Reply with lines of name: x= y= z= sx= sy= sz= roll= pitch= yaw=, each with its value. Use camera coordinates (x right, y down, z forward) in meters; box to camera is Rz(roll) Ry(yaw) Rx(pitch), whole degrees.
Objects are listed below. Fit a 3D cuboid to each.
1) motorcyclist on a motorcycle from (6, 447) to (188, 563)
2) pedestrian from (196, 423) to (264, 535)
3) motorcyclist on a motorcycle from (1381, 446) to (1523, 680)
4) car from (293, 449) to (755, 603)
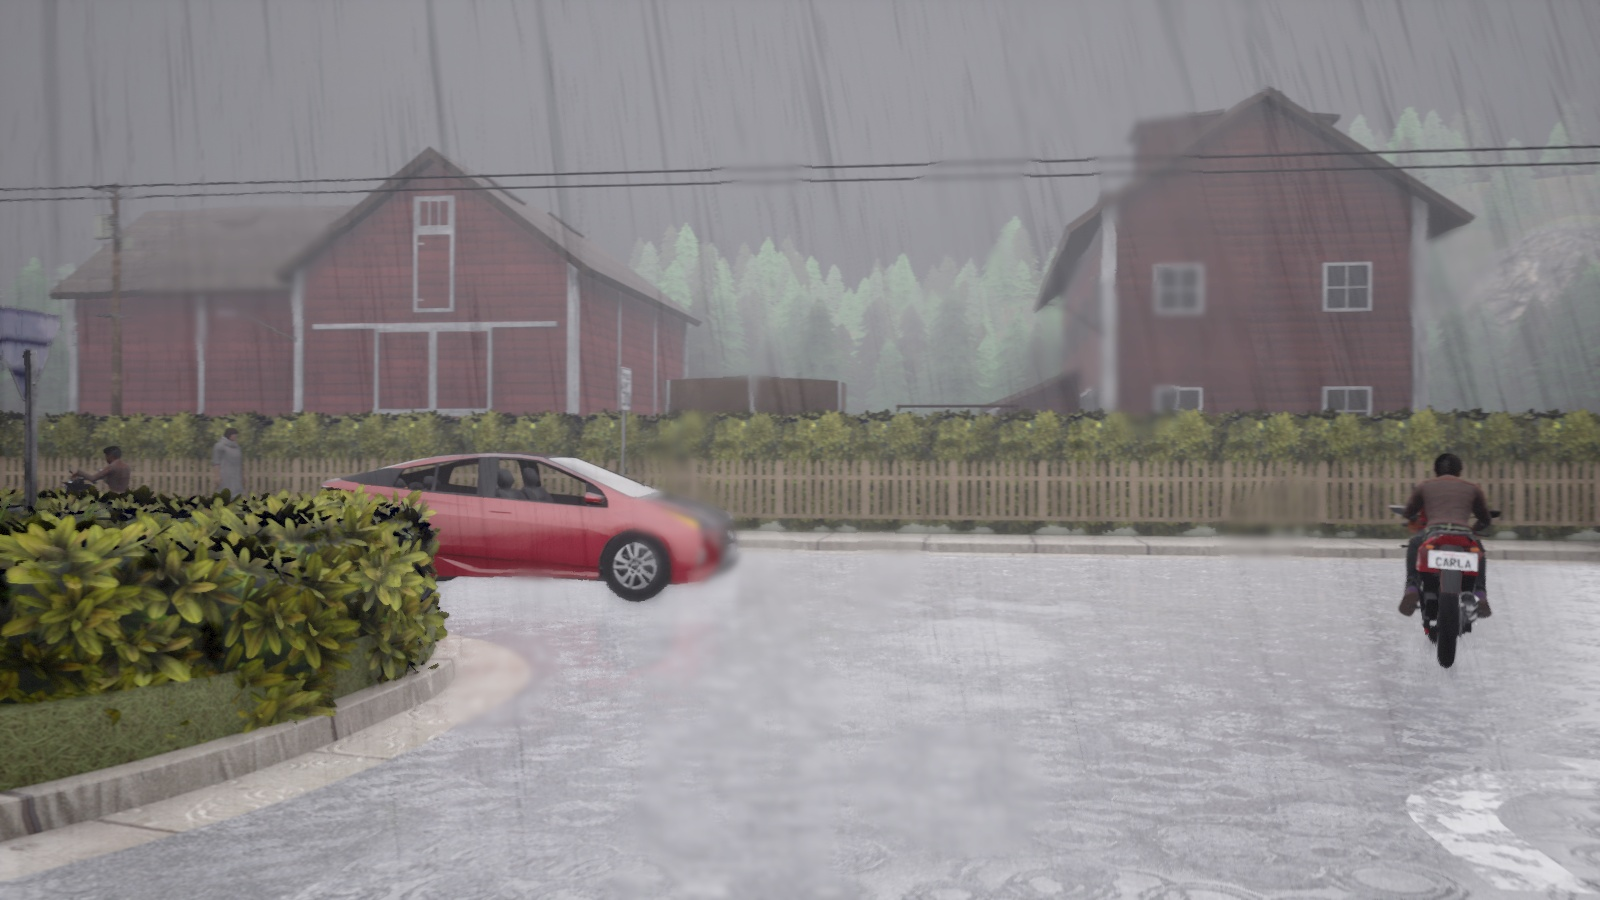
motorcyclist on a motorcycle: x=-10.277 y=0.792 z=18.380 sx=2.350 sy=1.649 sz=0.766 roll=0 pitch=0 yaw=8
pedestrian: x=-10.146 y=0.514 z=22.374 sx=0.873 sy=1.952 sz=0.659 roll=0 pitch=0 yaw=8
motorcyclist on a motorcycle: x=4.849 y=0.761 z=9.425 sx=0.797 sy=1.523 sz=2.044 roll=2 pitch=0 yaw=26
car: x=-2.901 y=0.757 z=13.747 sx=4.514 sy=1.525 sz=2.007 roll=0 pitch=0 yaw=8
